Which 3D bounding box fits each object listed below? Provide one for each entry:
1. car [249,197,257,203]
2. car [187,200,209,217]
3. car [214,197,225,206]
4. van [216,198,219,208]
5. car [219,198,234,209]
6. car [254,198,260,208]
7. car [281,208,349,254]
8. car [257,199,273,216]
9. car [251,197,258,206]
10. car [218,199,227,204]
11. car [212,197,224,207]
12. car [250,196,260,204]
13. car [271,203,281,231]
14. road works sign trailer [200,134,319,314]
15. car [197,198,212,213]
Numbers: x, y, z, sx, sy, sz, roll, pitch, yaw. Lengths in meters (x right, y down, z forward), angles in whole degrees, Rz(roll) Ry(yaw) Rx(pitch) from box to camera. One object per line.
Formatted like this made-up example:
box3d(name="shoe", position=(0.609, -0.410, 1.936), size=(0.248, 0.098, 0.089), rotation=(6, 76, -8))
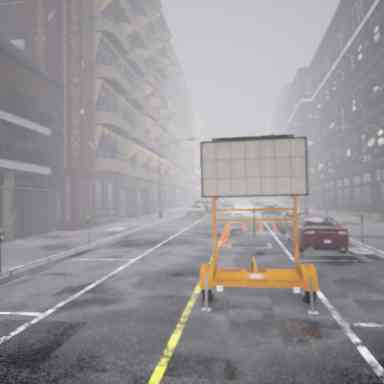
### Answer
box3d(name="car", position=(16.532, 2.215, 90.144), size=(1.967, 1.590, 4.097), rotation=(0, -1, 9))
box3d(name="car", position=(0.480, 1.937, 36.526), size=(1.752, 1.417, 4.829), rotation=(0, 0, 9))
box3d(name="car", position=(6.301, 2.103, 74.971), size=(2.192, 1.841, 5.009), rotation=(0, -1, 9))
box3d(name="van", position=(2.989, 1.904, 53.098), size=(1.690, 1.788, 3.998), rotation=(0, -1, 9))
box3d(name="car", position=(6.119, 2.102, 56.764), size=(1.994, 1.385, 4.181), rotation=(-1, -1, 9))
box3d(name="car", position=(9.112, 1.814, 40.923), size=(2.008, 1.369, 4.403), rotation=(0, -1, 9))
box3d(name="car", position=(4.973, 1.577, 13.582), size=(1.887, 1.381, 4.507), rotation=(0, 0, 9))
box3d(name="car", position=(8.284, 1.759, 35.454), size=(1.887, 1.381, 4.507), rotation=(0, -1, 9))
box3d(name="car", position=(11.597, 1.963, 57.327), size=(1.887, 1.381, 4.507), rotation=(0, -1, 9))
box3d(name="car", position=(7.957, 2.475, 85.905), size=(1.947, 1.339, 4.313), rotation=(0, -1, 9))
box3d(name="car", position=(5.473, 2.045, 69.503), size=(2.192, 1.841, 5.009), rotation=(0, -1, 9))
box3d(name="car", position=(14.876, 1.965, 79.208), size=(2.192, 1.841, 5.009), rotation=(0, -1, 9))
box3d(name="car", position=(5.827, 1.602, 19.219), size=(1.752, 1.417, 4.829), rotation=(0, 0, 9))
box3d(name="road works sign trailer", position=(1.437, 0.515, 7.732), size=(2.380, 3.560, 2.880), rotation=(-1, -1, 9))
box3d(name="car", position=(1.334, 1.776, 42.165), size=(2.192, 1.841, 5.009), rotation=(0, 0, 9))
